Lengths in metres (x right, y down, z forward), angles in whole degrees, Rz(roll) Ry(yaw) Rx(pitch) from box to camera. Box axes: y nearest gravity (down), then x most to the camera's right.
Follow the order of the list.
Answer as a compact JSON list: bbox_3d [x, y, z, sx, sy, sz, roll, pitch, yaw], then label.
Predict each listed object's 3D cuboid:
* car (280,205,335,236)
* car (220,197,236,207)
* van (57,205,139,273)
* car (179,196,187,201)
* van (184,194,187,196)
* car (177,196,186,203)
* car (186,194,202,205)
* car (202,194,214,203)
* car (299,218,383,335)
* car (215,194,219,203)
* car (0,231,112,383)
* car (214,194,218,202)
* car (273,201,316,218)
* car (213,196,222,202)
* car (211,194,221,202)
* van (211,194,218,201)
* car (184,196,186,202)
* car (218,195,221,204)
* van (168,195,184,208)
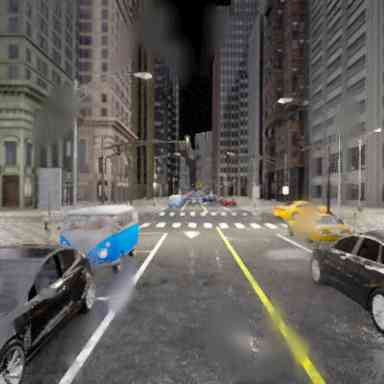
[{"bbox_3d":[5.851,1.579,15.884,1.752,1.417,4.829,0,0,0],"label":"car"},{"bbox_3d":[6.092,1.663,53.807,1.887,1.381,4.507,0,0,0],"label":"car"},{"bbox_3d":[-2.714,1.338,10.368,1.690,1.788,3.998,0,0,0],"label":"van"},{"bbox_3d":[-2.255,1.694,87.026,2.008,1.369,4.403,0,0,0],"label":"car"},{"bbox_3d":[-2.393,1.435,64.927,1.690,1.788,3.998,0,0,0],"label":"van"},{"bbox_3d":[-2.325,1.700,75.976,1.802,1.307,4.206,0,0,0],"label":"car"},{"bbox_3d":[0.355,1.601,63.088,2.128,1.511,4.902,0,0,1],"label":"car"},{"bbox_3d":[3.434,1.615,73.118,1.882,1.535,5.008,0,0,0],"label":"car"},{"bbox_3d":[3.929,1.536,6.706,1.837,1.490,4.892,0,0,0],"label":"car"},{"bbox_3d":[6.157,1.687,64.857,1.887,1.381,4.507,0,0,0],"label":"car"},{"bbox_3d":[-2.747,1.556,4.955,1.947,1.339,4.313,0,0,0],"label":"car"},{"bbox_3d":[6.190,1.680,70.552,1.752,1.417,4.829,0,0,0],"label":"car"},{"bbox_3d":[8.912,1.466,26.423,5.008,1.535,1.882,-1,1,-17],"label":"car"},{"bbox_3d":[6.254,1.724,81.433,1.887,1.381,4.507,0,0,0],"label":"car"},{"bbox_3d":[6.287,1.506,86.959,2.192,1.841,5.009,0,0,0],"label":"car"},{"bbox_3d":[6.320,1.545,92.484,1.690,1.788,3.998,0,0,0],"label":"van"},{"bbox_3d":[-2.463,1.614,53.877,1.887,1.381,4.507,0,0,0],"label":"car"},{"bbox_3d":[6.124,1.674,59.332,1.887,1.381,4.507,0,0,0],"label":"car"},{"bbox_3d":[-2.497,1.400,48.352,1.690,1.788,3.998,0,0,0],"label":"van"}]
